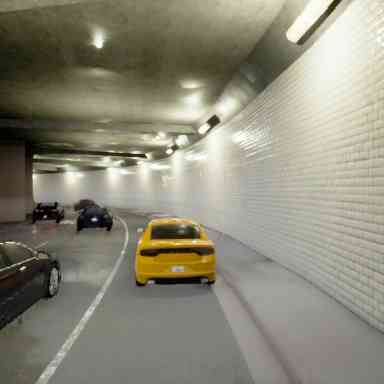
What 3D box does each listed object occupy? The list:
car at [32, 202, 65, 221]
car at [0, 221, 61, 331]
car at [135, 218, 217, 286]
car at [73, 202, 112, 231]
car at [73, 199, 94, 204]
[{"bbox_3d":[-10.798,1.491,25.155,2.128,1.511,4.902,0,0,-17],"label":"car"},{"bbox_3d":[-3.725,1.505,5.513,1.837,1.490,4.892,0,0,-4],"label":"car"},{"bbox_3d":[-0.553,1.477,9.496,1.882,1.535,5.008,0,0,-6],"label":"car"},{"bbox_3d":[-6.059,1.564,20.951,1.994,1.385,4.181,0,0,-13],"label":"car"},{"bbox_3d":[-11.581,1.505,36.004,1.837,1.490,4.892,1,0,-28],"label":"car"}]
